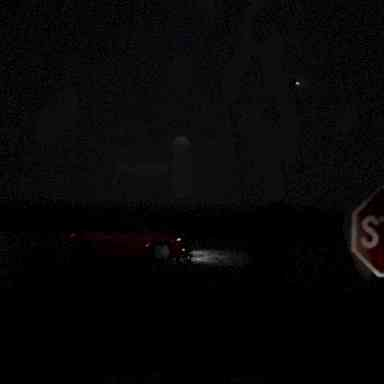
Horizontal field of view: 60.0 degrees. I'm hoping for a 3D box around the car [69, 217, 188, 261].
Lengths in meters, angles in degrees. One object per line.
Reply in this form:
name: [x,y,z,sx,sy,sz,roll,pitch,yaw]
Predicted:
car: [-2.254,1.643,12.201,4.181,1.385,1.994,0,1,0]
